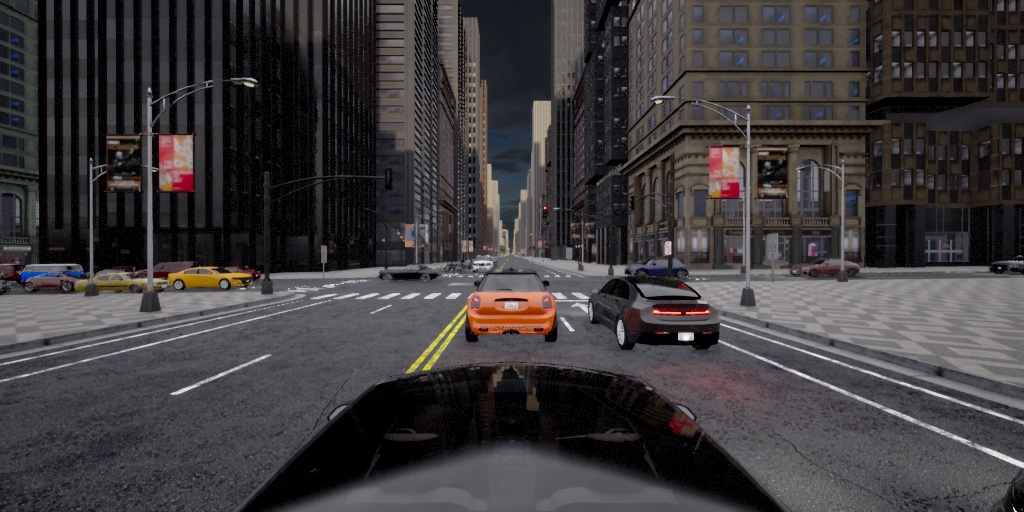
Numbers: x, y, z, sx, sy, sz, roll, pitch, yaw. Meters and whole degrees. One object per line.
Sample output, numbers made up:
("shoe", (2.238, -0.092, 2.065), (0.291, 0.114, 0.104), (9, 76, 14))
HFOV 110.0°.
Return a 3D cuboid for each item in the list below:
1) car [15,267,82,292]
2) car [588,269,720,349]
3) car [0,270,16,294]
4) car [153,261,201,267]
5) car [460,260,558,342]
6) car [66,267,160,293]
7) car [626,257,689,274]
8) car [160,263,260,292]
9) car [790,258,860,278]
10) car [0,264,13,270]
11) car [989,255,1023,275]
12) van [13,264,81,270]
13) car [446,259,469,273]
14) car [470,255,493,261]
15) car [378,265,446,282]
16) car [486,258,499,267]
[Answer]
("car", (-30.780, 1.711, 24.819), (4.181, 1.385, 1.994), (-1, 0, 1))
("car", (3.235, 1.254, 9.102), (1.837, 1.490, 4.892), (0, 0, 0))
("car", (-33.822, 1.751, 22.145), (4.403, 1.370, 2.007), (0, 0, 0))
("car", (-29.128, 1.414, 30.680), (5.009, 1.841, 2.192), (0, 0, 0))
("car", (-0.007, 1.101, 9.963), (2.097, 1.767, 4.553), (0, 0, 0))
("car", (-23.880, 1.593, 22.147), (4.829, 1.417, 1.751), (0, 0, 0))
("car", (11.199, 0.918, 28.038), (4.553, 1.767, 2.097), (-1, 0, 0))
("car", (-20.782, 1.489, 24.807), (5.008, 1.535, 1.882), (-1, 0, 0))
("car", (24.434, 0.914, 28.053), (4.674, 1.442, 1.812), (-1, 0, 0))
("car", (-44.390, 1.621, 30.694), (5.009, 1.841, 2.192), (0, 0, 0))
("car", (40.580, 0.678, 28.044), (4.892, 1.490, 1.837), (0, 0, 0))
("van", (-39.303, 1.578, 30.689), (3.998, 1.789, 1.690), (0, 0, 0))
("car", (-6.697, 1.295, 42.515), (1.994, 1.385, 4.181), (0, 0, 0))
("car", (-3.449, 0.952, 43.358), (2.150, 2.045, 5.566), (0, 0, 0))
("car", (-7.905, 1.350, 28.023), (4.718, 1.301, 1.895), (0, 0, 0))
("car", (-3.463, 1.200, 63.596), (2.128, 1.511, 4.902), (0, 0, 0))
